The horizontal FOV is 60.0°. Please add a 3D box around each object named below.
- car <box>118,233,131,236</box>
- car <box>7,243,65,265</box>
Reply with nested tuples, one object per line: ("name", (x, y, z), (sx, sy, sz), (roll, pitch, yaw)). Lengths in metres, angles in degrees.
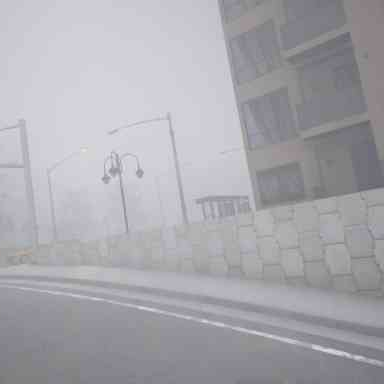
("car", (-7.895, 5.451, 37.475), (1.895, 1.301, 4.718), (-14, -8, 35))
("car", (-13.725, 5.358, 29.534), (1.882, 1.535, 5.008), (-14, -8, 35))
